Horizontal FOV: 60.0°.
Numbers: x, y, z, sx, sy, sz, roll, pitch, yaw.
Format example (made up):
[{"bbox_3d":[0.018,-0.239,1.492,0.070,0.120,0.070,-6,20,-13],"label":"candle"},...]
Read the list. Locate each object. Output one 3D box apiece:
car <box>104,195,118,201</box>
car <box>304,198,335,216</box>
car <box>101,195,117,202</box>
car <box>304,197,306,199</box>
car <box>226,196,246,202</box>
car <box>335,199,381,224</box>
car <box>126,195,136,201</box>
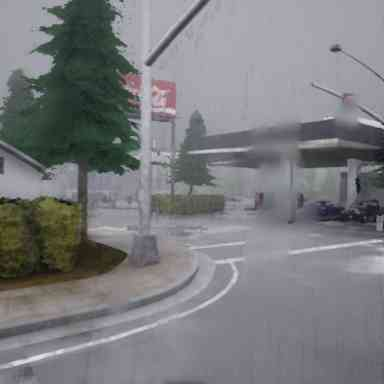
[{"bbox_3d":[-20.135,1.498,82.450,1.970,1.475,3.806,1,0,-36],"label":"car"},{"bbox_3d":[14.136,1.743,34.509,4.611,1.667,2.242,1,0,-36],"label":"car"},{"bbox_3d":[-18.942,1.533,74.596,2.007,1.523,4.514,1,0,-36],"label":"car"},{"bbox_3d":[27.743,1.945,85.885,2.007,1.523,4.514,1,0,-36],"label":"car"},{"bbox_3d":[11.147,1.800,83.215,1.845,1.501,3.633,1,0,-36],"label":"car"},{"bbox_3d":[13.968,1.540,27.379,3.866,1.878,1.905,1,0,-36],"label":"car"},{"bbox_3d":[-15.140,1.472,86.493,2.152,1.636,5.027,1,0,-36],"label":"car"}]
